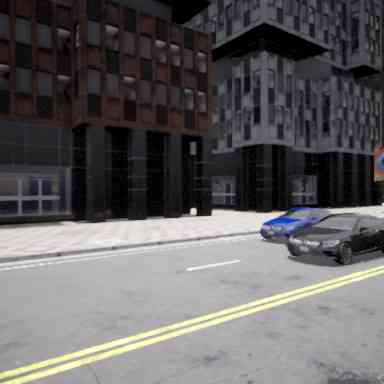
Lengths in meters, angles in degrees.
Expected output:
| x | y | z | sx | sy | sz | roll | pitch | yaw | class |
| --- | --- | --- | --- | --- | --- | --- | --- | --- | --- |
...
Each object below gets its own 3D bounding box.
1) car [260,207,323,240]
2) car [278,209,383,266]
| x | y | z | sx | sy | sz | roll | pitch | yaw | class |
| --- | --- | --- | --- | --- | --- | --- | --- | --- | --- |
| 5.217 | 1.444 | 15.400 | 4.674 | 1.442 | 1.812 | 0 | 0 | -36 | car |
| 5.302 | 1.457 | 11.466 | 4.674 | 1.442 | 1.812 | 0 | 0 | -36 | car |
